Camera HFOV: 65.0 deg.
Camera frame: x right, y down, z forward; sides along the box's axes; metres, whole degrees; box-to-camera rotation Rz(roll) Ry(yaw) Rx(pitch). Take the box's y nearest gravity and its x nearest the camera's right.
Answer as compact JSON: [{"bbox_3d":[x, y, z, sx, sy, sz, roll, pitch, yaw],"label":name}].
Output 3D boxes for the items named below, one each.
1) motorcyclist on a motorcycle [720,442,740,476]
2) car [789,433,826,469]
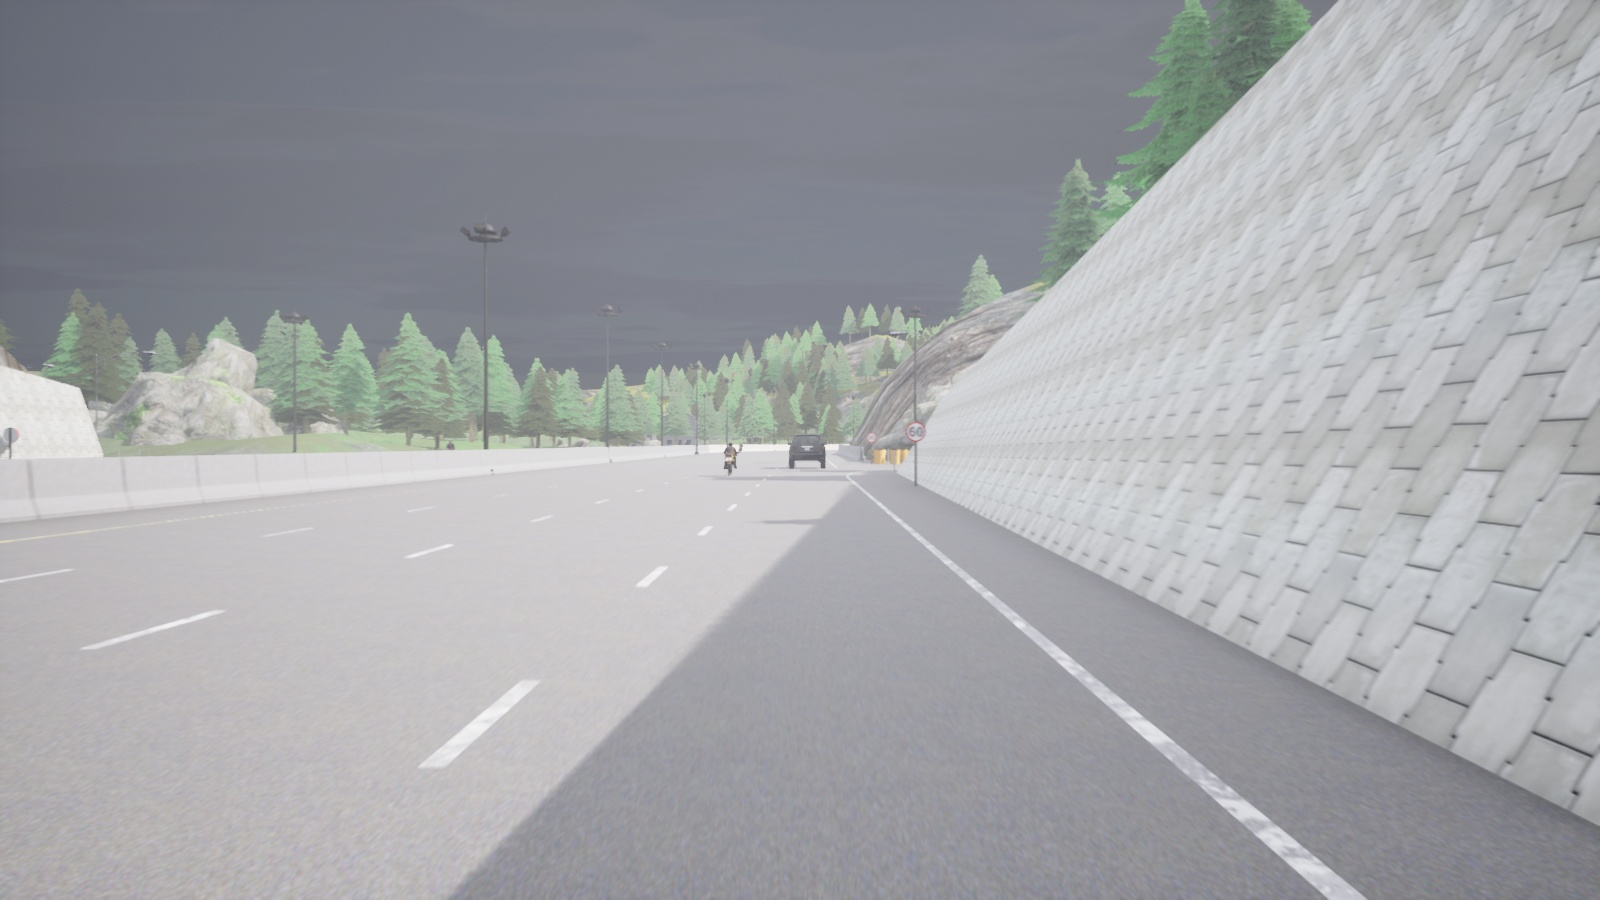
[{"bbox_3d":[-3.162,0.408,57.082,0.797,1.523,2.044,0,0,0],"label":"motorcyclist on a motorcycle"},{"bbox_3d":[0.440,0.047,75.152,2.150,2.045,5.566,0,0,0],"label":"car"}]
